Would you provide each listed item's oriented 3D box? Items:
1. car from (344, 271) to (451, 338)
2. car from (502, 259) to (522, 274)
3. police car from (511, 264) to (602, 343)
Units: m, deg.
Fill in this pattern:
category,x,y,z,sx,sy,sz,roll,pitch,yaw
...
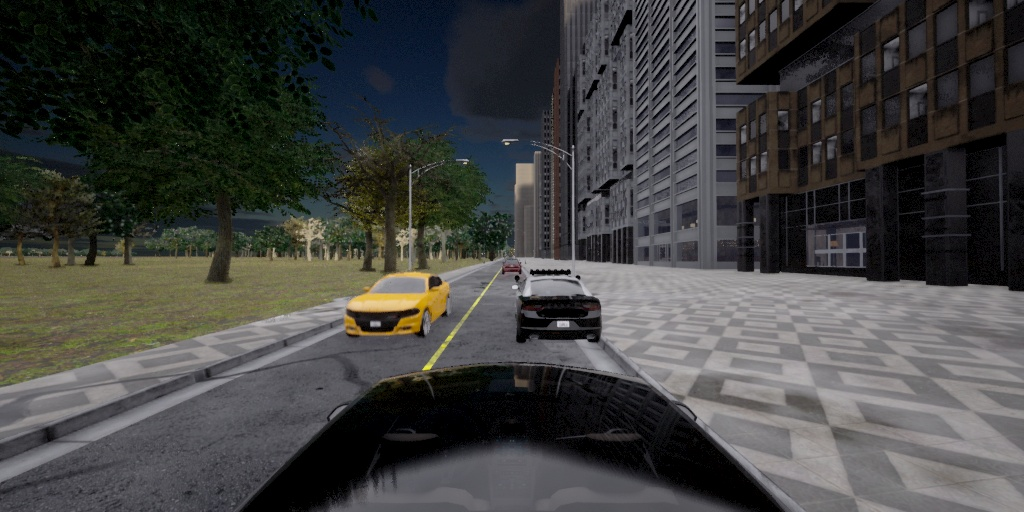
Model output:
category,x,y,z,sx,sy,sz,roll,pitch,yaw
car,-3.019,1.227,10.417,1.882,1.535,5.008,0,0,0
car,-0.011,1.063,39.635,2.097,1.767,4.553,0,0,0
police car,1.032,1.174,9.848,1.930,1.638,5.238,0,0,0
